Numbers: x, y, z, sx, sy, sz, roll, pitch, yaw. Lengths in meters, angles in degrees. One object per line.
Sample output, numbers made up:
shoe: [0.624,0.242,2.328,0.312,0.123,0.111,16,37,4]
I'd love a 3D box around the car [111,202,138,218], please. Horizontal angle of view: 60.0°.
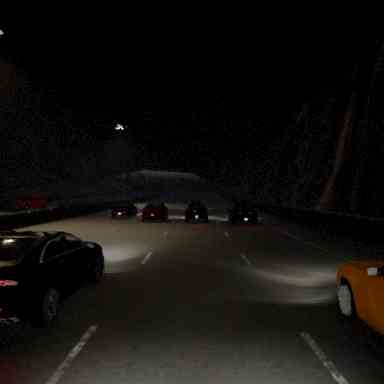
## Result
car: [-6.577,1.716,32.701,1.837,1.490,4.892,0,0,1]

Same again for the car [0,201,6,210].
car: [-24.134,1.855,43.876,1.895,1.301,4.718,0,0,1]

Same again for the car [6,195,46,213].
car: [-20.659,1.470,42.266,2.150,2.045,5.566,0,0,1]

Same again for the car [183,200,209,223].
car: [0.378,1.682,27.757,1.837,1.490,4.892,0,-1,0]

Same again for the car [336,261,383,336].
car: [3.655,1.511,4.355,1.882,1.535,5.008,0,-1,1]

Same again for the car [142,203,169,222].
car: [-3.114,1.672,28.801,1.882,1.535,5.008,0,0,1]

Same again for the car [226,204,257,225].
car: [3.861,1.669,26.031,1.837,1.490,4.892,0,0,1]

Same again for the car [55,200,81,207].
car: [-17.095,1.762,46.228,2.033,1.411,5.357,0,0,1]

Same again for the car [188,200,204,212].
car: [0.513,1.726,42.402,1.994,1.385,4.181,0,0,0]

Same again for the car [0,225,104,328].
car: [-3.319,1.579,7.132,2.128,1.511,4.902,0,-1,1]
